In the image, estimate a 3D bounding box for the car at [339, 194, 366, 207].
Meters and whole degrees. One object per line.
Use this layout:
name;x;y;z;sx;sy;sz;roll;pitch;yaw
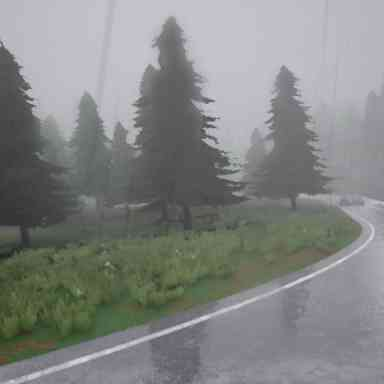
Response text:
car;20.516;1.046;42.749;2.097;1.767;4.553;-4;-3;10
